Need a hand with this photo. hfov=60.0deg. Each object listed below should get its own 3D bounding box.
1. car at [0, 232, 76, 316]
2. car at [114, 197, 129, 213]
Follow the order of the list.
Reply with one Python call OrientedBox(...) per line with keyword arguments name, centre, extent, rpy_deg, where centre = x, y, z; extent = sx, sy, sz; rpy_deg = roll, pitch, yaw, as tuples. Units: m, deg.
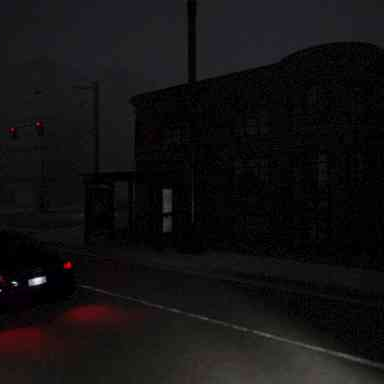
OrientedBox(name="car", centre=(-4.388, 1.564, 7.129), extent=(4.181, 1.385, 1.994), rpy_deg=(0, 0, 36))
OrientedBox(name="car", centre=(-7.632, 1.353, 36.422), extent=(2.097, 1.767, 4.553), rpy_deg=(0, 0, 36))
